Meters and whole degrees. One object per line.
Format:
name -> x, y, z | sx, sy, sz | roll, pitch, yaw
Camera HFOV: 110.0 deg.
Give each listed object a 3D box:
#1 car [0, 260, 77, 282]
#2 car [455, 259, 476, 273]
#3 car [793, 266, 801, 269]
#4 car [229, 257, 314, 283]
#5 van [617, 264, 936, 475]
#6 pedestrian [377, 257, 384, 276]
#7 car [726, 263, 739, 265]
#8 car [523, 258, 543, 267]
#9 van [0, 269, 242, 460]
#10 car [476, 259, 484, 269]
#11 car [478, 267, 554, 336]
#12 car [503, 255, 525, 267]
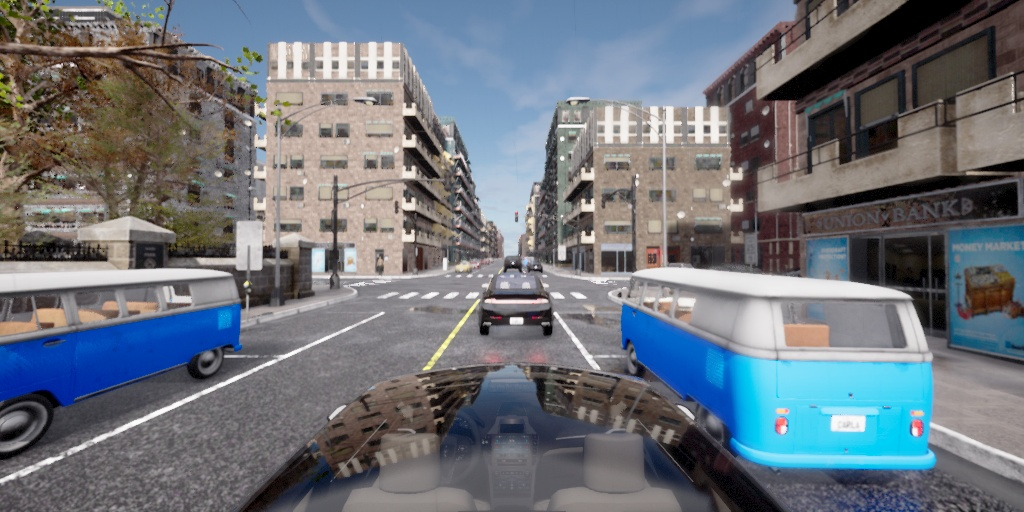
car -> -34.525, 1.054, 25.615 | 4.674, 1.442, 1.812 | 0, -1, 1
car -> -5.679, 1.253, 42.473 | 1.751, 1.417, 4.829 | 0, 0, 0
car -> 24.919, 1.522, 30.669 | 4.313, 1.339, 1.948 | 0, 0, 1
car -> -16.918, 0.978, 25.400 | 4.553, 1.767, 2.097 | 0, -1, 1
van -> 2.659, 1.089, 4.694 | 1.690, 1.789, 3.998 | 0, 0, 0
pedestrian -> -12.531, 0.939, 34.086 | 0.375, 1.860, 0.375 | 0, -1, 1
car -> 13.539, 1.314, 22.426 | 4.313, 1.339, 1.948 | 0, 0, 1
car -> 2.701, 1.294, 42.641 | 1.948, 1.339, 4.313 | 0, 0, 0
van -> -5.656, 1.089, 4.698 | 1.690, 1.789, 3.998 | 0, 0, 0
car -> -5.677, 1.163, 53.928 | 1.967, 1.591, 4.097 | 0, 0, 0
car -> 0.102, 1.236, 10.424 | 2.128, 1.511, 4.902 | 0, 0, 0
car -> 0.110, 0.949, 44.518 | 2.150, 2.045, 5.566 | 0, 0, 0
